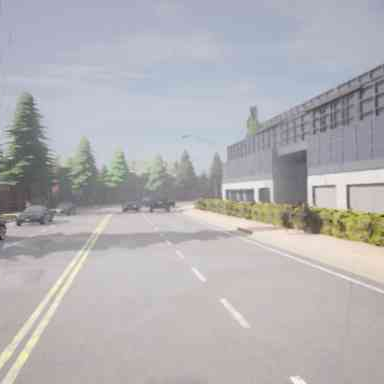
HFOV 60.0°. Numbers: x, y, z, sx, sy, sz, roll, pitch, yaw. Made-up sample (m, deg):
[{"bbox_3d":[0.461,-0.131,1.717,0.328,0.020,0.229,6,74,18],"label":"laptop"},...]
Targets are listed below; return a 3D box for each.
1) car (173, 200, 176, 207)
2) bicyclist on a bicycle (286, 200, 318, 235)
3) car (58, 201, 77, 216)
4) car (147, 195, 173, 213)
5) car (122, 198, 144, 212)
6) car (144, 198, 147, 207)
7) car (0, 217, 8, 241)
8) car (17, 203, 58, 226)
[{"bbox_3d":[-3.804,1.600,49.626,2.128,1.511,4.902,-1,0,12],"label":"car"},{"bbox_3d":[5.115,1.196,15.426,1.656,1.620,0.582,-2,0,-12],"label":"bicyclist on a bicycle"},{"bbox_3d":[-14.240,1.823,37.186,2.128,1.511,4.902,-1,0,-8],"label":"car"},{"bbox_3d":[-3.796,1.324,38.833,2.150,2.045,5.566,-1,0,-7],"label":"car"},{"bbox_3d":[-7.399,1.784,41.311,1.895,1.301,4.718,-1,0,-3],"label":"car"},{"bbox_3d":[-6.687,1.678,51.809,1.837,1.490,4.892,-1,0,10],"label":"car"},{"bbox_3d":[-10.151,1.723,15.356,2.128,1.511,4.902,-1,0,-12],"label":"car"},{"bbox_3d":[-12.384,1.811,26.484,1.812,1.442,4.674,-1,0,-11],"label":"car"}]
